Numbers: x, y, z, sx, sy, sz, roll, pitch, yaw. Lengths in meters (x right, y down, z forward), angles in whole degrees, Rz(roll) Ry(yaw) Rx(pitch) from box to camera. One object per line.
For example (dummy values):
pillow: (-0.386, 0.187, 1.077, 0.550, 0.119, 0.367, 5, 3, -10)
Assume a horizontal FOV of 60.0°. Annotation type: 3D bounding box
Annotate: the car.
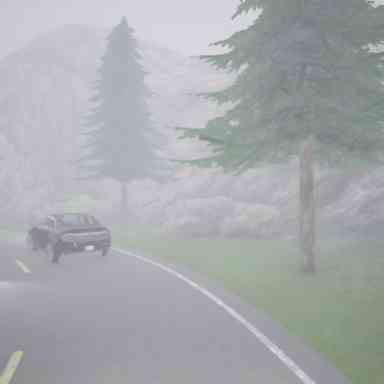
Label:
car: (-4.613, 1.514, 12.149, 2.128, 1.511, 4.902, 0, 0, -37)
